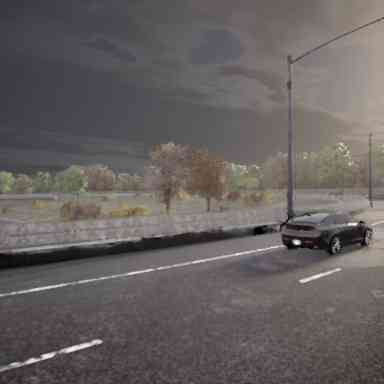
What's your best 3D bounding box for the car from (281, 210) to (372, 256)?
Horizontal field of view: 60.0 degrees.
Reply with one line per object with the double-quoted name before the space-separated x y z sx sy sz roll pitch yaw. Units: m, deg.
"car" 5.454 1.483 13.203 4.892 1.490 1.837 -1 0 -42
